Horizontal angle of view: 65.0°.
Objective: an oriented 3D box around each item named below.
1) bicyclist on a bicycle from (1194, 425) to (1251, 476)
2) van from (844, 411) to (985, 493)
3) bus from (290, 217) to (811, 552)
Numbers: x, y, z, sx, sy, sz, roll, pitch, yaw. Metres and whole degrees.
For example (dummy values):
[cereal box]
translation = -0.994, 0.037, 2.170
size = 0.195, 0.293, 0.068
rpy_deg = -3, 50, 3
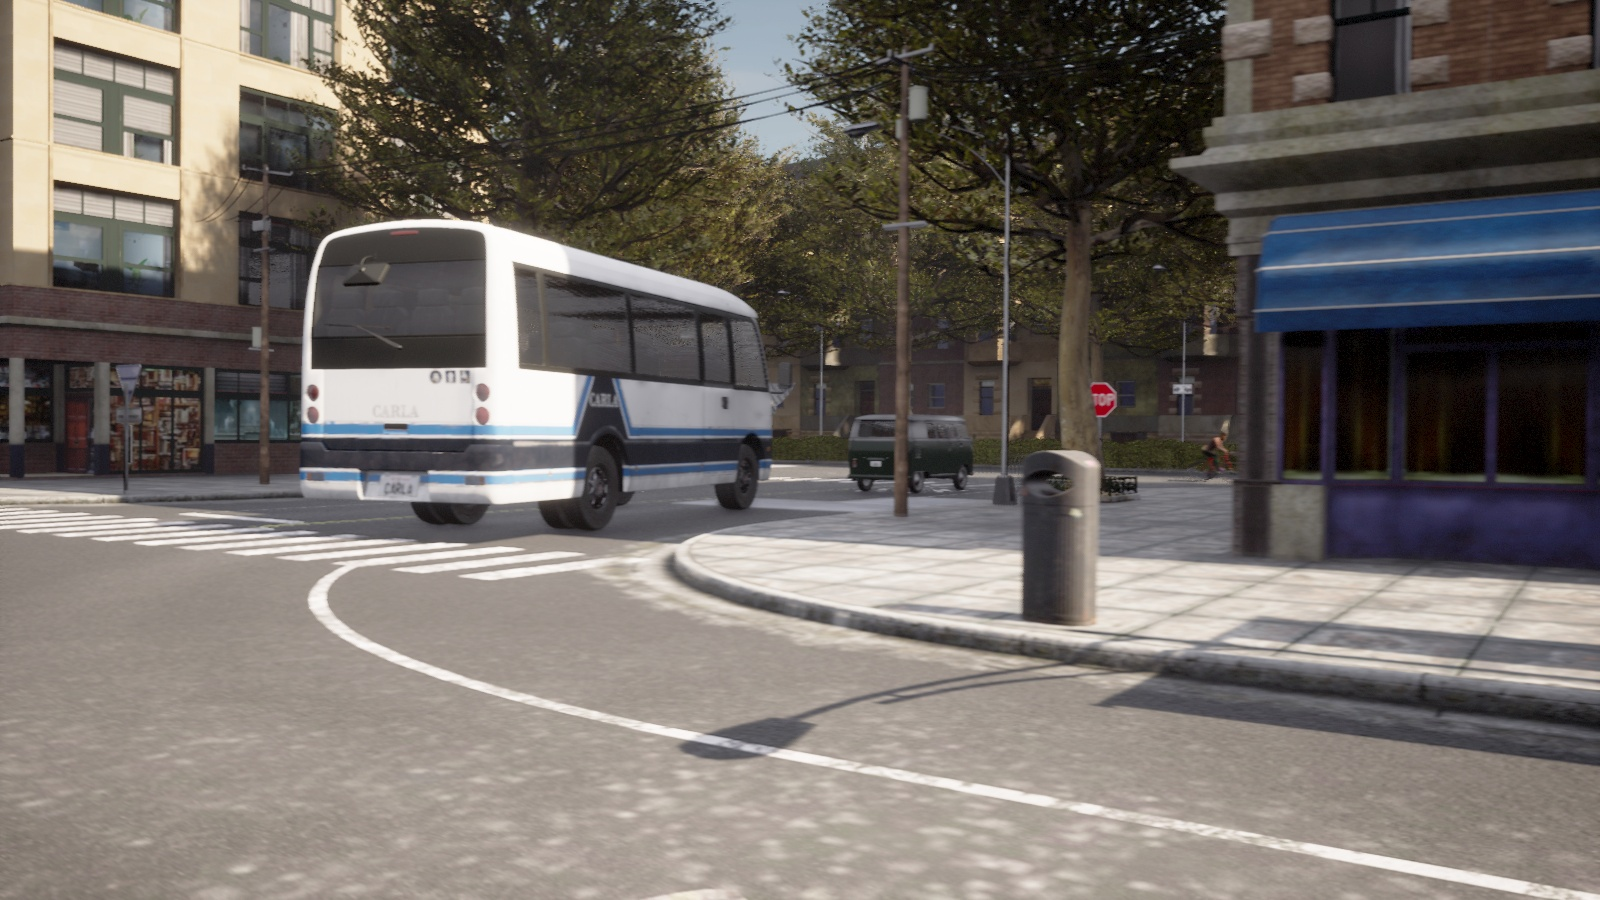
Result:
[bicyclist on a bicycle]
translation = 13.537, 0.012, 40.257
size = 1.656, 1.620, 0.582
rpy_deg = 0, 1, 34
[van]
translation = 3.052, 0.011, 32.667
size = 1.775, 1.987, 4.442
rpy_deg = 0, 1, 33
[bus]
translation = -3.397, -0.907, 21.444
size = 3.944, 4.253, 10.273
rpy_deg = 0, 1, 20
